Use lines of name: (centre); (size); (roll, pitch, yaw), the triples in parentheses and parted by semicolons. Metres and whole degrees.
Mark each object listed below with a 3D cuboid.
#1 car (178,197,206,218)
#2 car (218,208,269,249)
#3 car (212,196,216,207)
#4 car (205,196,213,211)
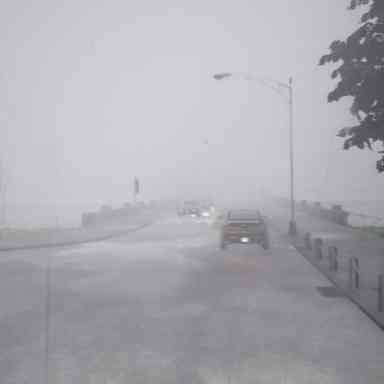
car: (-0.074, 1.452, 30.073); (1.837, 1.490, 4.892); (-1, 0, 7)
car: (2.177, 1.447, 14.274); (1.837, 1.490, 4.892); (-1, 0, 7)
car: (2.446, 1.380, 49.518); (1.837, 1.490, 4.892); (-1, 0, 7)
car: (1.114, 1.514, 39.391); (1.895, 1.301, 4.718); (-1, 0, 7)
